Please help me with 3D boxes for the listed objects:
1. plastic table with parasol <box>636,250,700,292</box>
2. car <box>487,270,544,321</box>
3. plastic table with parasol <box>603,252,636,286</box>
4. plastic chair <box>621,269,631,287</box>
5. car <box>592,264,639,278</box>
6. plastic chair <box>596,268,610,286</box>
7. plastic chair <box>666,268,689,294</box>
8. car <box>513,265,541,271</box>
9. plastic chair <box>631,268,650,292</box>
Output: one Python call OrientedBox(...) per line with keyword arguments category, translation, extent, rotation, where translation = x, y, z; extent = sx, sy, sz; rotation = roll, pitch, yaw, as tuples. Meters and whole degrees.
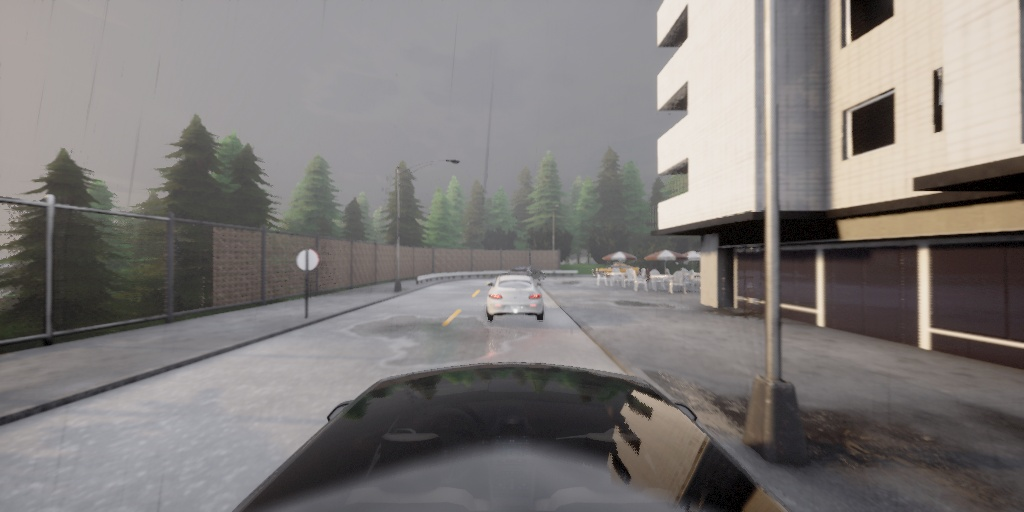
OrientedBox(category="plastic table with parasol", translation=(9.250, 0.879, 21.529), extent=(2.482, 2.480, 2.482), rotation=(0, 0, 0))
OrientedBox(category="car", translation=(0.105, 1.390, 12.851), extent=(1.812, 1.442, 4.674), rotation=(0, -1, 0))
OrientedBox(category="plastic table with parasol", translation=(7.790, 0.923, 25.839), extent=(2.482, 2.480, 2.482), rotation=(0, 0, 0))
OrientedBox(category="plastic chair", translation=(8.011, 1.513, 24.429), extent=(0.750, 1.272, 0.730), rotation=(0, 0, 10))
OrientedBox(category="car", translation=(11.320, 1.613, 39.266), extent=(5.008, 1.535, 1.882), rotation=(0, -1, 0))
OrientedBox(category="plastic chair", translation=(6.520, 1.506, 26.049), extent=(0.730, 1.272, 0.750), rotation=(0, 0, 10))
OrientedBox(category="plastic chair", translation=(9.261, 1.468, 20.100), extent=(0.750, 1.272, 0.730), rotation=(0, 0, 10))
OrientedBox(category="car", translation=(1.306, 1.545, 31.114), extent=(2.128, 1.511, 4.902), rotation=(-1, -1, 21))
OrientedBox(category="plastic chair", translation=(7.771, 1.485, 21.719), extent=(0.730, 1.272, 0.750), rotation=(0, 0, 10))
